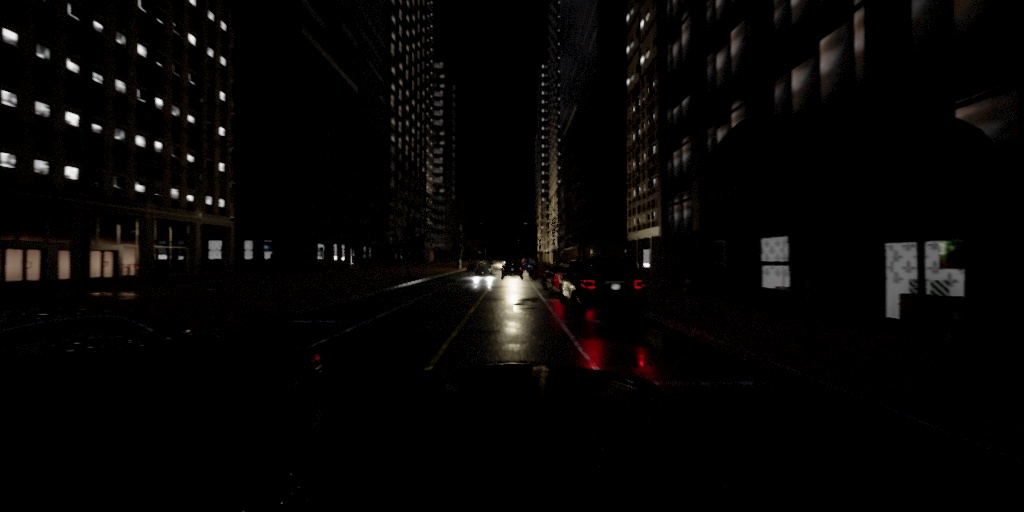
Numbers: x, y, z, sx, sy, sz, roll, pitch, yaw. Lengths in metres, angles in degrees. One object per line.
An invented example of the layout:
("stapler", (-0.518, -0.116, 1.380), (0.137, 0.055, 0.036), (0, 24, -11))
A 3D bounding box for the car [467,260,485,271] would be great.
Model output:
("car", (-5.711, 1.409, 54.464), (1.967, 1.591, 4.097), (0, 0, 0))

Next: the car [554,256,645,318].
("car", (3.102, 1.028, 13.421), (2.150, 2.045, 5.566), (0, 0, 0))

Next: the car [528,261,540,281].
("car", (2.679, 1.422, 31.930), (1.888, 1.381, 4.507), (0, 0, 0))

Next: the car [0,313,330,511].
("car", (-3.089, 1.317, 2.445), (1.994, 1.385, 4.181), (0, 0, 0))

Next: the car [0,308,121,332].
("car", (-5.689, 1.309, 3.678), (2.007, 1.370, 4.403), (0, 0, 0))

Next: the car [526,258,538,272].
("car", (2.677, 1.340, 37.571), (1.967, 1.591, 4.097), (0, 0, 0))

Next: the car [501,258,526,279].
("car", (0.039, 1.240, 34.657), (2.097, 1.767, 4.553), (0, 0, 0))

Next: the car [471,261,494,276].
("car", (-3.103, 1.513, 40.411), (1.895, 1.301, 4.718), (0, 0, 0))

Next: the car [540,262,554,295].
("car", (3.064, 1.181, 20.455), (2.097, 1.767, 4.553), (0, 0, -2))
